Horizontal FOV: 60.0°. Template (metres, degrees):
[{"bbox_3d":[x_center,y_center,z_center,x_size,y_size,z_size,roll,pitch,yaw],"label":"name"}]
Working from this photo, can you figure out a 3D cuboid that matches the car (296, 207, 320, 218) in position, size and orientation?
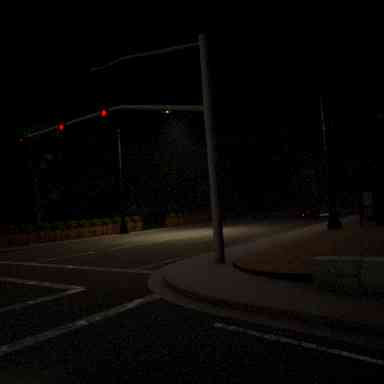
[{"bbox_3d":[15.483,2.675,44.232,1.895,1.301,4.718,-6,-4,37],"label":"car"}]
